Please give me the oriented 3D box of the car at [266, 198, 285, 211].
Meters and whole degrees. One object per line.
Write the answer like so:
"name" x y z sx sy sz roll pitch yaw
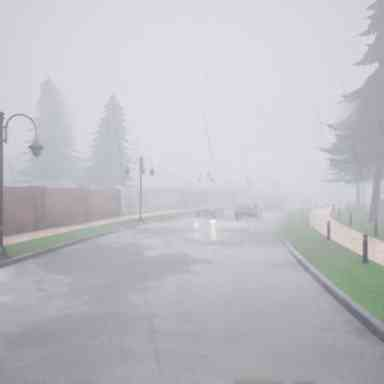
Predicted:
"car" 10.356 1.579 41.753 1.837 1.490 4.892 0 0 27

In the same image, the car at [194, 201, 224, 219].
"car" 1.670 1.579 30.513 1.812 1.442 4.674 0 0 19

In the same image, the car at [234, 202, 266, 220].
"car" 4.987 1.652 28.744 1.895 1.301 4.718 0 0 18

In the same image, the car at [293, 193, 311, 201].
"car" 28.067 1.327 84.871 3.866 1.878 1.905 0 0 44

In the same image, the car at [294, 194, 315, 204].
"car" 21.879 1.631 65.321 2.128 1.511 4.902 0 0 40

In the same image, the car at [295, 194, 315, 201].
"car" 29.516 1.329 86.962 4.605 1.855 1.932 0 0 44
